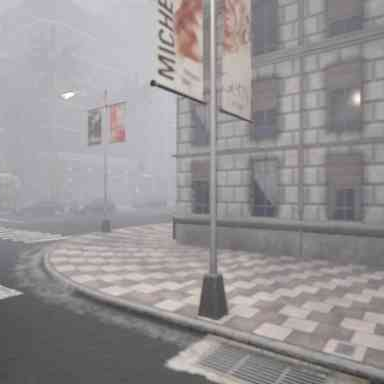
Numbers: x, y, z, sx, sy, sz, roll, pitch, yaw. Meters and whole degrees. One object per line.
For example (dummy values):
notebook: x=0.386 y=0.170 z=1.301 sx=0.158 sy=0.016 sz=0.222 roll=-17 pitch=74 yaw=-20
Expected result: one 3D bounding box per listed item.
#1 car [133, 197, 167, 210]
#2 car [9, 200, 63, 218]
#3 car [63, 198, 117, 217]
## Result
car: x=-5.369 y=1.471 z=42.599 sx=1.882 sy=1.535 sz=5.008 roll=0 pitch=0 yaw=37
car: x=-14.187 y=1.498 z=30.649 sx=1.837 sy=1.490 sz=4.892 roll=0 pitch=0 yaw=36
car: x=-9.320 y=1.346 z=31.378 sx=2.097 sy=1.767 sz=4.553 roll=0 pitch=0 yaw=36
